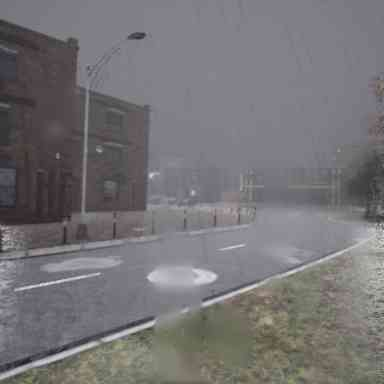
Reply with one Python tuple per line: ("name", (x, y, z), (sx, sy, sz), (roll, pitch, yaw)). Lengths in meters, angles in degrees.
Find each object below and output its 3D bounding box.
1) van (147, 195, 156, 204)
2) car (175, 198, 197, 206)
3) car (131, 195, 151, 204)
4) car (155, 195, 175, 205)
("van", (-7.545, 1.780, 74.268), (1.878, 1.987, 4.442), (2, -1, 36))
("car", (-0.744, 2.223, 69.448), (2.163, 1.488, 4.792), (1, -1, 36))
("car", (-11.866, 1.742, 77.571), (2.185, 1.767, 4.553), (2, -1, 36))
("car", (-5.107, 1.953, 72.683), (2.185, 1.767, 4.553), (2, -1, 36))
